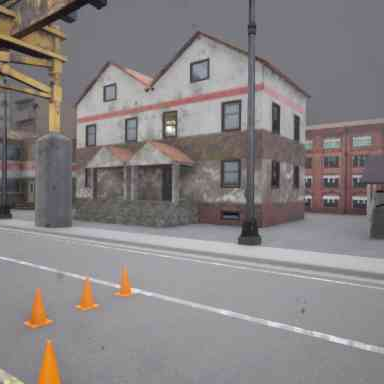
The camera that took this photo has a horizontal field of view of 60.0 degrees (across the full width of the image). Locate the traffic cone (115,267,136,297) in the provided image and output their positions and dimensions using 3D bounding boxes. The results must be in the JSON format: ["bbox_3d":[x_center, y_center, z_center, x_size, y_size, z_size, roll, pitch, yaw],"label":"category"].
[{"bbox_3d":[-1.462,1.949,7.308,0.340,0.580,0.340,0,0,36],"label":"traffic cone"}]

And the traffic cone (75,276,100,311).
[{"bbox_3d":[-2.046,1.949,6.497,0.340,0.580,0.340,0,0,36],"label":"traffic cone"}]

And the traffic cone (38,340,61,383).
[{"bbox_3d":[-1.593,1.952,3.705,0.340,0.580,0.340,0,0,36],"label":"traffic cone"}]

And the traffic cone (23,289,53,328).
[{"bbox_3d":[-2.631,1.949,5.686,0.340,0.580,0.340,0,0,36],"label":"traffic cone"}]
